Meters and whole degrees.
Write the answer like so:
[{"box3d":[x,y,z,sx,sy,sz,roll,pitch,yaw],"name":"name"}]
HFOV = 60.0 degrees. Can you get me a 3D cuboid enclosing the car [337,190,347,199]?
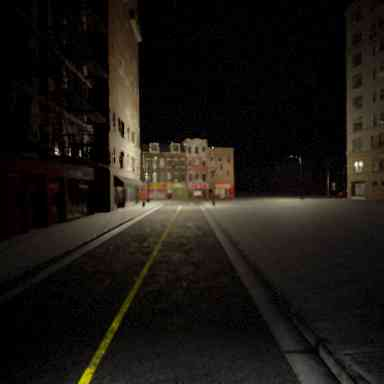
[{"box3d":[29.178,0.343,60.967,4.553,1.767,2.097,-1,0,-10],"name":"car"}]
